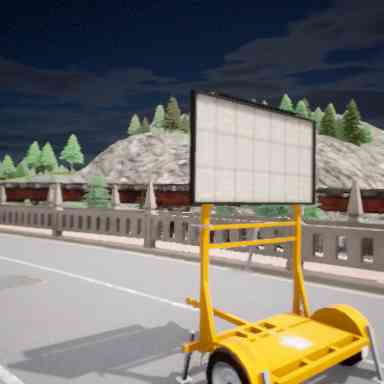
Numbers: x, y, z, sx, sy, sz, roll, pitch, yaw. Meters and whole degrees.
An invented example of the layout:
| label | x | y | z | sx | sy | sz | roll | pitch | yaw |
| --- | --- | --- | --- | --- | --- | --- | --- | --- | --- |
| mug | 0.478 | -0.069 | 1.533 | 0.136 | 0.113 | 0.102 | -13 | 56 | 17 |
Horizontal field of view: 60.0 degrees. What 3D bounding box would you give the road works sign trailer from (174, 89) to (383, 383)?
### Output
| label | x | y | z | sx | sy | sz | roll | pitch | yaw |
| --- | --- | --- | --- | --- | --- | --- | --- | --- | --- |
| road works sign trailer | 0.785 | 0.567 | 4.673 | 2.380 | 3.560 | 2.880 | 2 | -1 | -37 |
